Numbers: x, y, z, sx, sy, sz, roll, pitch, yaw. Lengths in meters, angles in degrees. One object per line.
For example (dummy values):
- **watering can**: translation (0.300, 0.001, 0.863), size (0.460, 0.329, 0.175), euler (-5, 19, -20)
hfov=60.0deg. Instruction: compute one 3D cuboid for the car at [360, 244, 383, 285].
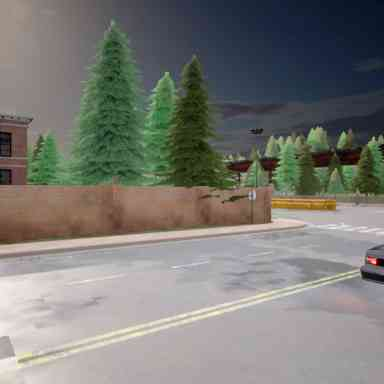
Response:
- **car**: translation (6.300, 1.547, 8.225), size (5.357, 1.411, 2.033), euler (0, 0, -35)
